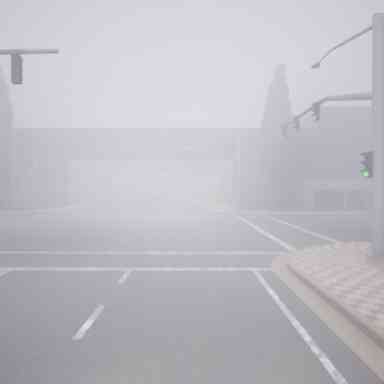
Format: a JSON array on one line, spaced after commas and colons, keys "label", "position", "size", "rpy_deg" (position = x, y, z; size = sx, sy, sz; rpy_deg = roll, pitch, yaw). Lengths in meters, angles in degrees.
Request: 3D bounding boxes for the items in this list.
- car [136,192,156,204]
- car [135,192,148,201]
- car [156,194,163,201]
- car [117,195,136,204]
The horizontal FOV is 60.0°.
[{"label": "car", "position": [-7.576, 1.256, 55.451], "size": [1.812, 1.442, 4.674], "rpy_deg": [0, 0, 1]}, {"label": "car", "position": [-10.910, 0.932, 71.811], "size": [2.097, 1.767, 4.553], "rpy_deg": [0, 0, 0]}, {"label": "car", "position": [-7.410, 1.117, 71.757], "size": [2.033, 1.411, 5.357], "rpy_deg": [0, 0, 0]}, {"label": "car", "position": [-11.075, 1.256, 55.477], "size": [1.812, 1.442, 4.674], "rpy_deg": [0, 0, 1]}]
